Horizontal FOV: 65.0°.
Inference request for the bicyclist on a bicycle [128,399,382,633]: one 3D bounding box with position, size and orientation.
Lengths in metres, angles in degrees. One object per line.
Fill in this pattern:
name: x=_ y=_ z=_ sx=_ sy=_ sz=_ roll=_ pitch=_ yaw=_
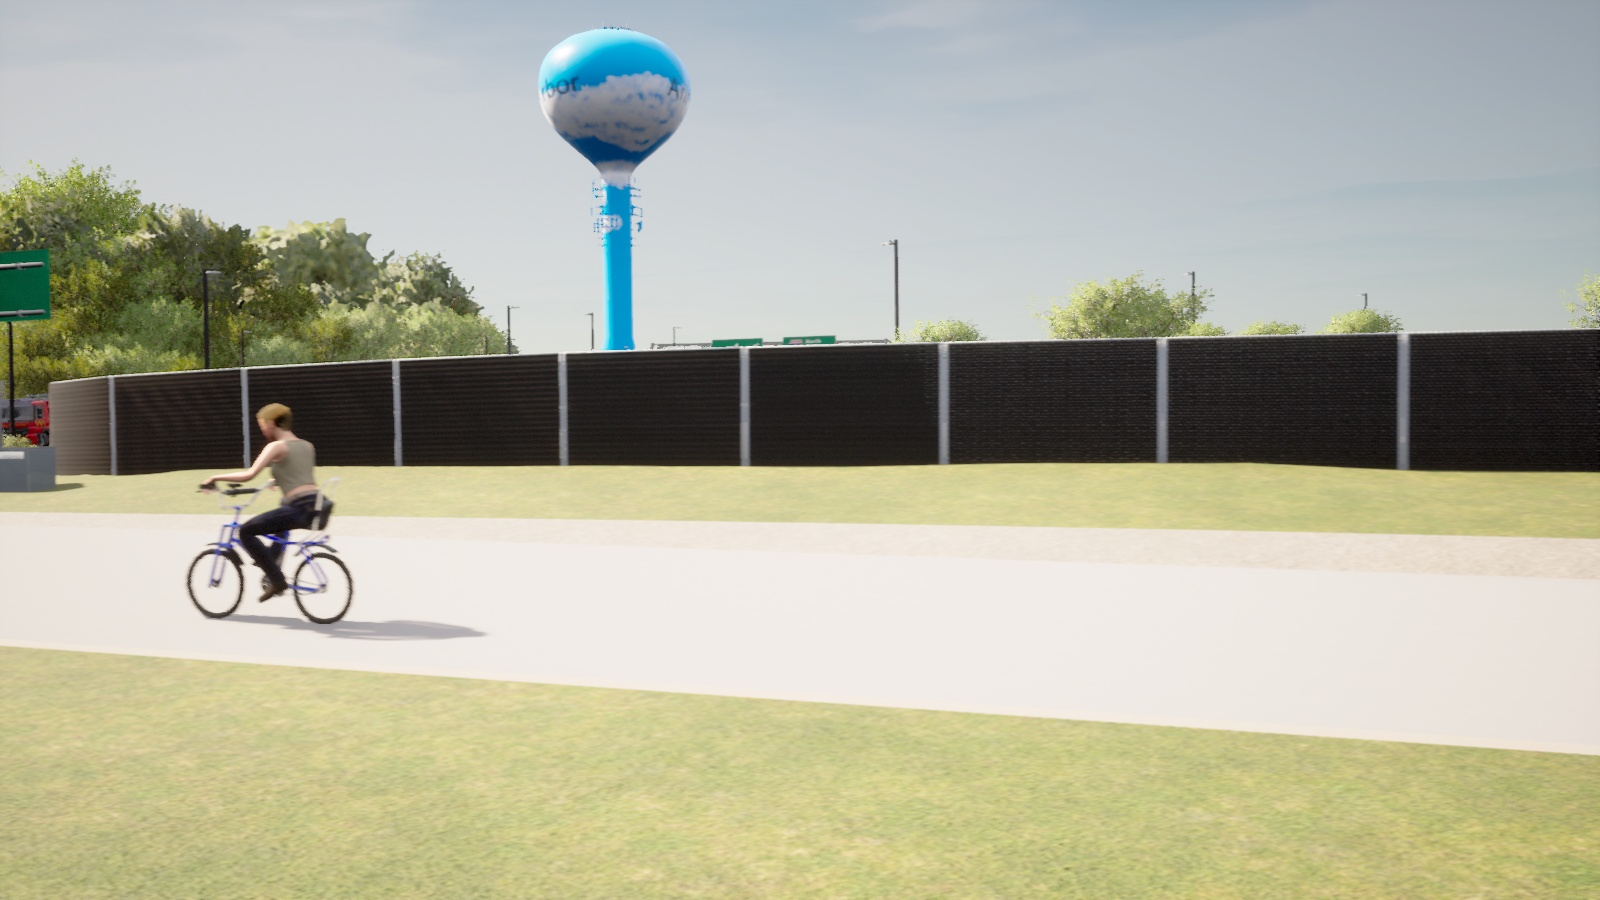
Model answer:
bicyclist on a bicycle: x=-3.998 y=0.436 z=9.262 sx=1.509 sy=1.612 sz=0.866 roll=1 pitch=1 yaw=18
